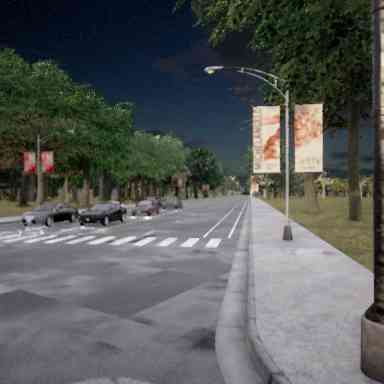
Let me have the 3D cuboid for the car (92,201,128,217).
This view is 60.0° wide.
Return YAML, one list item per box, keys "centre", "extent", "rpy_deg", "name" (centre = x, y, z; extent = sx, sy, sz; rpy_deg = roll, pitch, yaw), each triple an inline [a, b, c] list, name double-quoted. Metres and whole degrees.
- centre: [-8.112, 1.623, 33.301]
  extent: [1.812, 1.442, 4.674]
  rpy_deg: [0, 0, 10]
  name: "car"

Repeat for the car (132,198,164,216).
- centre: [-4.676, 1.615, 34.092]
  extent: [1.812, 1.442, 4.674]
  rpy_deg: [0, 0, 10]
  name: "car"

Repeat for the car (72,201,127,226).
- centre: [-6.406, 1.540, 24.285]
  extent: [1.882, 1.535, 5.008]
  rpy_deg: [0, 0, 10]
  name: "car"

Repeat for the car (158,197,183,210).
- centre: [-2.654, 1.473, 45.516]
  extent: [2.097, 1.767, 4.553]
  rpy_deg: [0, 0, 10]
  name: "car"

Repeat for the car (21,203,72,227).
- centre: [-9.866, 1.562, 23.420]
  extent: [2.128, 1.511, 4.902]
  rpy_deg: [0, 0, 10]
  name: "car"
